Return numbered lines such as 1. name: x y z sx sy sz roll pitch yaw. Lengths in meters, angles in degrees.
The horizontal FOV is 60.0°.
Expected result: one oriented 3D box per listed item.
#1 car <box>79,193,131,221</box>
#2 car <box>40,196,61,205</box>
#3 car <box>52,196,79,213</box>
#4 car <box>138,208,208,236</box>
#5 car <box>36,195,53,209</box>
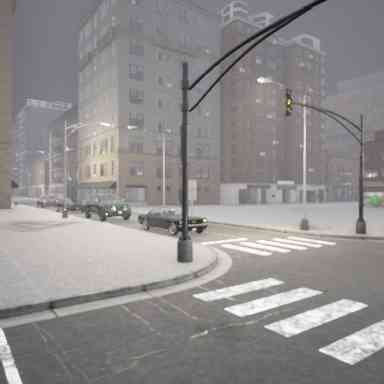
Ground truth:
1. car: -6.822 1.132 26.414 2.150 2.045 5.566 0 0 -36
2. car: -23.330 1.321 54.568 2.033 1.411 5.357 0 0 -36
3. car: -12.705 1.341 34.663 1.882 1.535 5.008 0 0 -36
4. car: -1.168 1.557 18.518 1.895 1.301 4.718 0 0 -36
5. car: -18.620 1.170 42.991 2.097 1.767 4.553 0 0 -35
